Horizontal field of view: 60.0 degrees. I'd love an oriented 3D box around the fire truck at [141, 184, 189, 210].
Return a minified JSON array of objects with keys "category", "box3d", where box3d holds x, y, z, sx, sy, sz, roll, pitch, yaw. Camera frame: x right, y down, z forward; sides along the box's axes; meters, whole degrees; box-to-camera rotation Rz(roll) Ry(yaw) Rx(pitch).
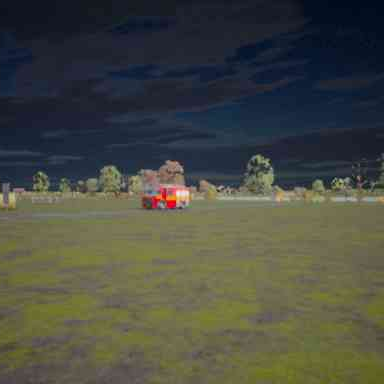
[{"category":"fire truck","box3d":[-3.927,0.730,50.819,2.891,3.827,8.468,-1,-1,35]}]
